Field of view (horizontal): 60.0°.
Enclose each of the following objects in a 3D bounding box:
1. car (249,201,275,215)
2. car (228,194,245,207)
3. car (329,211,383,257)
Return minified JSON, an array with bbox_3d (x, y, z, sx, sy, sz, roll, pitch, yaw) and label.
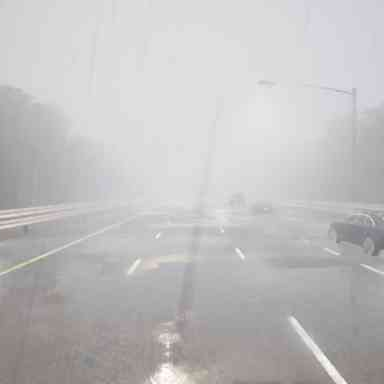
[{"bbox_3d":[7.030,1.569,33.662,1.994,1.385,4.181,0,0,0],"label":"car"},{"bbox_3d":[7.063,1.262,52.668,2.150,2.045,5.566,0,0,0],"label":"car"},{"bbox_3d":[7.011,1.491,12.892,2.128,1.511,4.902,0,0,0],"label":"car"}]
